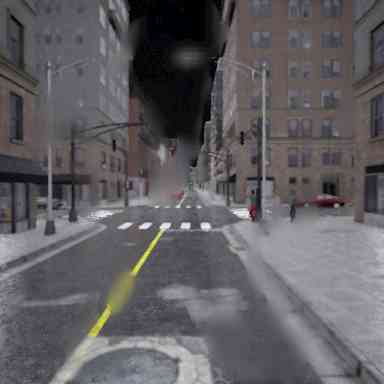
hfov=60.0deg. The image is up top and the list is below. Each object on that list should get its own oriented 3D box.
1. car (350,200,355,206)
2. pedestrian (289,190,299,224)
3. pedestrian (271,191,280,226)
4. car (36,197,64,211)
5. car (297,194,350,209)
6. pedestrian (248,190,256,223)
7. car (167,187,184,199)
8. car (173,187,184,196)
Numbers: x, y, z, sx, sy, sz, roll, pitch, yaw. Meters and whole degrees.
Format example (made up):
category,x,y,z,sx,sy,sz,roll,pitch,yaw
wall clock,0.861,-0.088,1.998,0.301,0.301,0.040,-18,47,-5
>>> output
category,x,y,z,sx,sy,sz,roll,pitch,yaw
car,17.457,0.801,31.678,4.829,1.417,1.752,-1,1,0
pedestrian,5.490,0.760,17.841,0.375,1.860,0.375,0,1,0
pedestrian,4.395,0.819,17.242,0.375,1.860,0.375,0,1,0
car,-14.628,1.137,31.909,4.403,1.369,2.008,-1,1,0
car,12.135,0.871,31.717,4.507,1.381,1.887,-1,1,0
pedestrian,3.397,0.806,18.442,0.375,1.860,0.375,0,1,0
car,-3.051,0.153,57.741,2.150,2.045,5.566,0,1,1
car,-3.007,-0.162,73.548,2.150,2.045,5.566,0,1,0
